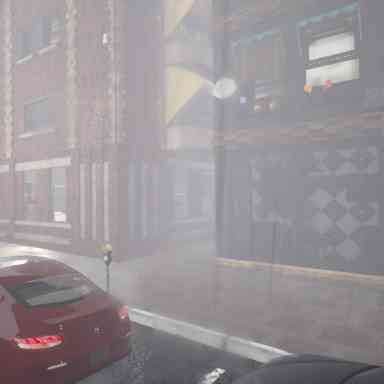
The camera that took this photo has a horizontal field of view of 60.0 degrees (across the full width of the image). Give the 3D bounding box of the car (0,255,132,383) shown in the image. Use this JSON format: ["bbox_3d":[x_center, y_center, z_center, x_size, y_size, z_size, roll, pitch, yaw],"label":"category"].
[{"bbox_3d":[-2.670,1.583,4.741,4.206,1.307,1.802,0,-1,35],"label":"car"}]

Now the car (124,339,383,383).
[{"bbox_3d":[1.941,1.566,1.464,4.313,1.339,1.947,0,-1,35],"label":"car"}]
